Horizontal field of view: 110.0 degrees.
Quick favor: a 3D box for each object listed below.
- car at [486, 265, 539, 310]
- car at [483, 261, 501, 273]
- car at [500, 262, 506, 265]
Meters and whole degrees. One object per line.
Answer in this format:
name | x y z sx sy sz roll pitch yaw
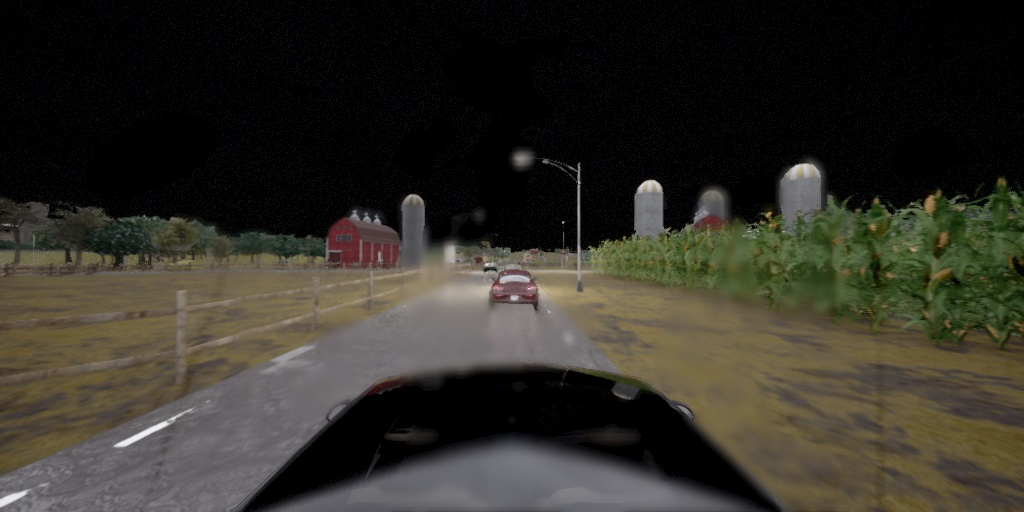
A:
car | 0.098 1.282 14.658 1.812 1.442 4.674 0 0 0
car | -2.727 1.530 46.510 1.895 1.301 4.718 0 -1 -1
car | 0.095 1.415 31.552 1.895 1.301 4.718 0 0 0
